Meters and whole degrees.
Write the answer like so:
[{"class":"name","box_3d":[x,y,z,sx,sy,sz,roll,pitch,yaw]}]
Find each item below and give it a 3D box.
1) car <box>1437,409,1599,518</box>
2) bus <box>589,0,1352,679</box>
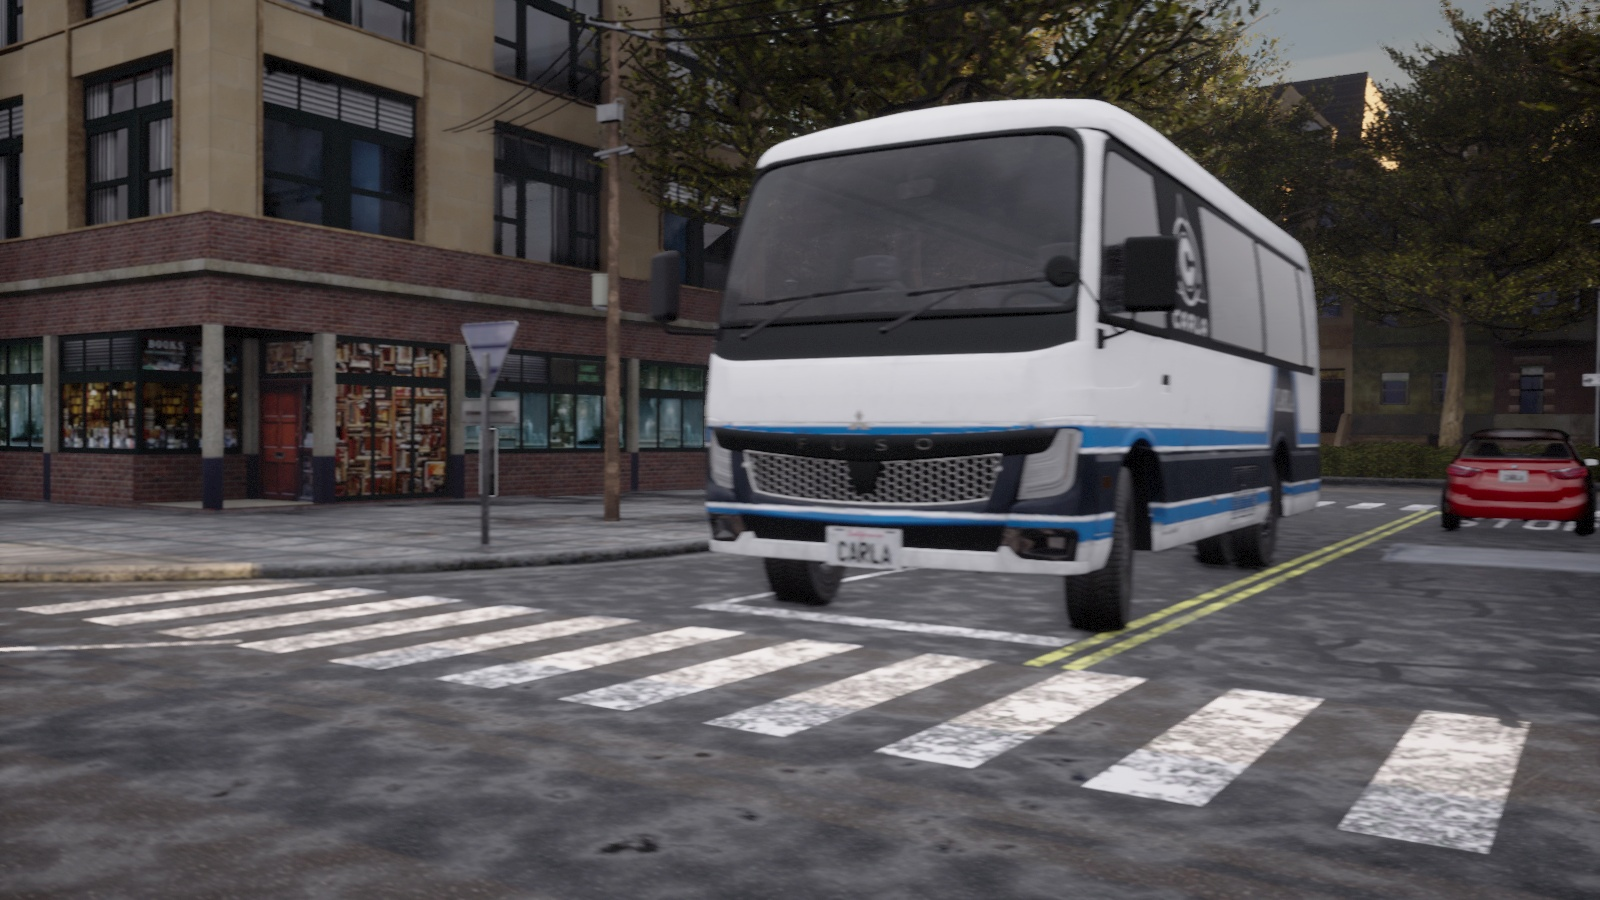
[{"class":"car","box_3d":[12.490,0.169,21.644,2.242,1.667,4.611,0,1,32]},{"class":"bus","box_3d":[2.783,-0.839,12.871,3.944,4.253,10.273,0,1,31]}]
